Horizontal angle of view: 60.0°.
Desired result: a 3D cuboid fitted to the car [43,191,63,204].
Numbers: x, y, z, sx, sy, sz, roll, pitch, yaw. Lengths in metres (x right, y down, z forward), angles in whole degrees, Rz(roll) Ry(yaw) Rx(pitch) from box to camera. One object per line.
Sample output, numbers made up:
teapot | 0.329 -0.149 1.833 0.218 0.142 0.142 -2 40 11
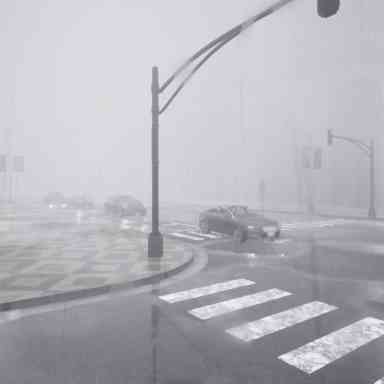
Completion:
car | -18.497 0.702 44.828 2.097 1.767 4.553 0 1 -35

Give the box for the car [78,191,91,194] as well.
car | -21.671 0.518 66.194 1.882 1.535 5.008 0 1 -36

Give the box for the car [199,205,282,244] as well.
car | 2.029 1.360 15.282 2.128 1.511 4.902 0 1 -27

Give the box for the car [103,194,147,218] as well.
car | -5.378 1.030 26.554 2.097 1.767 4.553 0 1 -36

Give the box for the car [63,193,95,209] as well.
car | -12.027 1.116 35.795 1.895 1.301 4.718 0 1 -36
